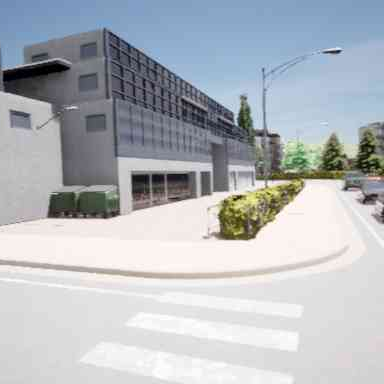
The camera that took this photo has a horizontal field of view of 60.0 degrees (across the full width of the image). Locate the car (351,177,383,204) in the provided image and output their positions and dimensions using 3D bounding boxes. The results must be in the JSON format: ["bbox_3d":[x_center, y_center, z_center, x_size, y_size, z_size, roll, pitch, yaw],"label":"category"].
[{"bbox_3d":[12.533,-0.044,22.985,2.033,1.411,5.357,-1,3,22],"label":"car"}]

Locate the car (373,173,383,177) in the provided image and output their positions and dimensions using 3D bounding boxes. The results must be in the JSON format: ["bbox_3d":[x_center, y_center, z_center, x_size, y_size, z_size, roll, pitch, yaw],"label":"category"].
[{"bbox_3d":[21.229,-1.024,35.608,2.128,1.511,4.902,-1,3,20],"label":"car"}]

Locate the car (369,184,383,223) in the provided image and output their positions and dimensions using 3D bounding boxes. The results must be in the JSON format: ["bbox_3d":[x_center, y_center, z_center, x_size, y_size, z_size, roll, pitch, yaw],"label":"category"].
[{"bbox_3d":[9.170,0.514,14.393,1.994,1.385,4.181,-1,3,22],"label":"car"}]

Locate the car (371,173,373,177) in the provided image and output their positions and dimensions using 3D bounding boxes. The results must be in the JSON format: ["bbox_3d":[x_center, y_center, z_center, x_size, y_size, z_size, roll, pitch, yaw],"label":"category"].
[{"bbox_3d":[24.373,-1.737,44.992,2.097,1.767,4.553,-1,3,12],"label":"car"}]

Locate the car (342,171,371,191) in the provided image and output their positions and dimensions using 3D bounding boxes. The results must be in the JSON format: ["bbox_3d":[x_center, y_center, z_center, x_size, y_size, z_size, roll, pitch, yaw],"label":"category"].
[{"bbox_3d":[17.694,-1.208,36.291,2.150,2.045,5.566,-1,3,21],"label":"car"}]
